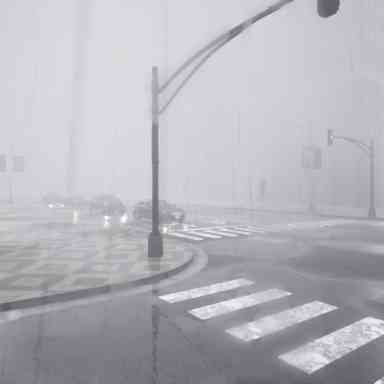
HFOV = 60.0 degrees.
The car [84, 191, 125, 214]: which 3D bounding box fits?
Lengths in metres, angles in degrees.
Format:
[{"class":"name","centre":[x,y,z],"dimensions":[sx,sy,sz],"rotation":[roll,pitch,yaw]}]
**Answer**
[{"class":"car","centre":[-7.656,0.974,29.717],"dimensions":[2.097,1.767,4.553],"rotation":[0,1,-36]}]

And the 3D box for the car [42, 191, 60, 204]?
[{"class":"car","centre":[-18.885,0.692,45.371],"dimensions":[2.097,1.767,4.553],"rotation":[0,1,-35]}]

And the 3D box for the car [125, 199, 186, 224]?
[{"class":"car","centre":[-2.325,1.242,22.316],"dimensions":[2.128,1.511,4.902],"rotation":[0,1,-36]}]

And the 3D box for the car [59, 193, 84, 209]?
[{"class":"car","centre":[-12.900,1.094,37.009],"dimensions":[1.895,1.301,4.718],"rotation":[0,1,-36]}]

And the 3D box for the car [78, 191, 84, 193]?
[{"class":"car","centre":[-21.671,0.517,66.194],"dimensions":[1.882,1.535,5.008],"rotation":[0,1,-36]}]
